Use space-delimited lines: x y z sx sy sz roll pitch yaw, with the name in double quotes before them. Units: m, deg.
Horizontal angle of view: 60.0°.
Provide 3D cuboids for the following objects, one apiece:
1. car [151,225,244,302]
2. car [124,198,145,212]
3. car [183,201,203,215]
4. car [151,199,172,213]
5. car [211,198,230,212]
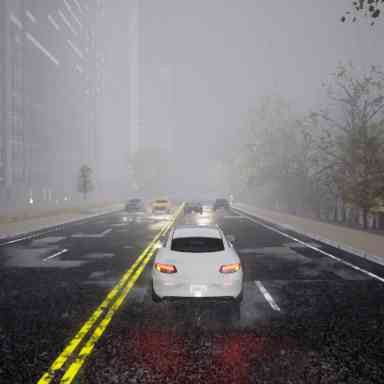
"car" 0.103 1.525 8.112 1.812 1.442 4.674 0 0 0
"car" -6.521 1.503 38.040 1.837 1.490 4.892 0 0 1
"car" 0.116 1.598 33.837 1.895 1.301 4.718 0 0 0
"car" -3.284 1.474 36.498 1.882 1.535 5.008 0 0 1
"car" 3.368 1.502 39.413 1.837 1.490 4.892 0 0 0
